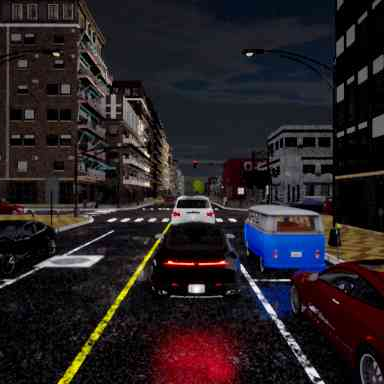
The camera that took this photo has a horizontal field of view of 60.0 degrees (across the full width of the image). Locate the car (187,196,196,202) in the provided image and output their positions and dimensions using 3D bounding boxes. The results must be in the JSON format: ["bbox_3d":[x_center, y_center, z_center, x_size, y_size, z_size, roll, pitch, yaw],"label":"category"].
[{"bbox_3d":[-0.170,1.618,81.435,2.033,1.411,5.357,0,0,0],"label":"car"}]

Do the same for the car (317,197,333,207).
[{"bbox_3d":[14.857,1.359,31.182,5.009,1.841,2.192,0,0,0],"label":"car"}]

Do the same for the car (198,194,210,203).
[{"bbox_3d":[2.544,1.375,71.670,2.192,1.841,5.009,0,0,0],"label":"car"}]

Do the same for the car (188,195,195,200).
[{"bbox_3d":[-0.191,1.584,91.885,1.895,1.301,4.718,0,0,0],"label":"car"}]

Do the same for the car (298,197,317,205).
[{"bbox_3d":[12.935,1.614,36.953,5.357,1.411,2.033,0,0,1],"label":"car"}]

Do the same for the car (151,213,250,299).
[{"bbox_3d":[0.080,1.506,8.447,1.837,1.490,4.892,0,0,0],"label":"car"}]

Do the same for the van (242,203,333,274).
[{"bbox_3d":[2.639,1.342,10.265,1.690,1.788,3.998,0,0,0],"label":"van"}]

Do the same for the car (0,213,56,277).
[{"bbox_3d":[-5.709,1.567,10.273,1.947,1.339,4.313,0,0,0],"label":"car"}]

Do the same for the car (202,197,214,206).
[{"bbox_3d":[2.578,1.562,55.222,1.752,1.417,4.829,0,0,0],"label":"car"}]

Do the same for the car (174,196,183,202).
[{"bbox_3d":[-3.164,1.624,78.135,1.994,1.385,4.181,0,0,0],"label":"car"}]

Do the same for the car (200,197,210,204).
[{"bbox_3d":[2.555,1.633,66.130,1.802,1.307,4.206,0,0,0],"label":"car"}]

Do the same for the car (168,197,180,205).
[{"bbox_3d":[-3.199,1.642,59.063,1.895,1.301,4.718,0,0,0],"label":"car"}]

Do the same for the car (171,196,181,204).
[{"bbox_3d":[-3.156,1.580,68.119,1.812,1.442,4.674,0,0,0],"label":"car"}]

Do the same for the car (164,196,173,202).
[{"bbox_3d":[-5.861,1.631,82.730,2.008,1.369,4.403,0,0,0],"label":"car"}]

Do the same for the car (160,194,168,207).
[{"bbox_3d":[-3.204,1.382,50.120,2.097,1.767,4.553,0,0,0],"label":"car"}]

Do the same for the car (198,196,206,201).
[{"bbox_3d":[2.508,1.643,88.287,2.008,1.369,4.403,0,0,0],"label":"car"}]

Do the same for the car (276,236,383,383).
[{"bbox_3d":[2.651,1.582,4.576,1.802,1.307,4.206,0,0,0],"label":"car"}]

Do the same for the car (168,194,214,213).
[{"bbox_3d":[0.051,1.225,18.448,2.150,2.045,5.566,0,0,0],"label":"car"}]

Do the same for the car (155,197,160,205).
[{"bbox_3d":[-5.814,1.569,60.402,1.752,1.417,4.829,0,0,0],"label":"car"}]

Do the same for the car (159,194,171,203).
[{"bbox_3d":[-5.836,1.375,71.652,2.192,1.841,5.009,0,0,0],"label":"car"}]

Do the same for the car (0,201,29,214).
[{"bbox_3d":[-17.531,1.535,31.034,4.206,1.307,1.802,0,0,0],"label":"car"}]

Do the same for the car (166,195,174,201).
[{"bbox_3d":[-5.872,1.617,88.099,1.752,1.417,4.829,0,0,0],"label":"car"}]
